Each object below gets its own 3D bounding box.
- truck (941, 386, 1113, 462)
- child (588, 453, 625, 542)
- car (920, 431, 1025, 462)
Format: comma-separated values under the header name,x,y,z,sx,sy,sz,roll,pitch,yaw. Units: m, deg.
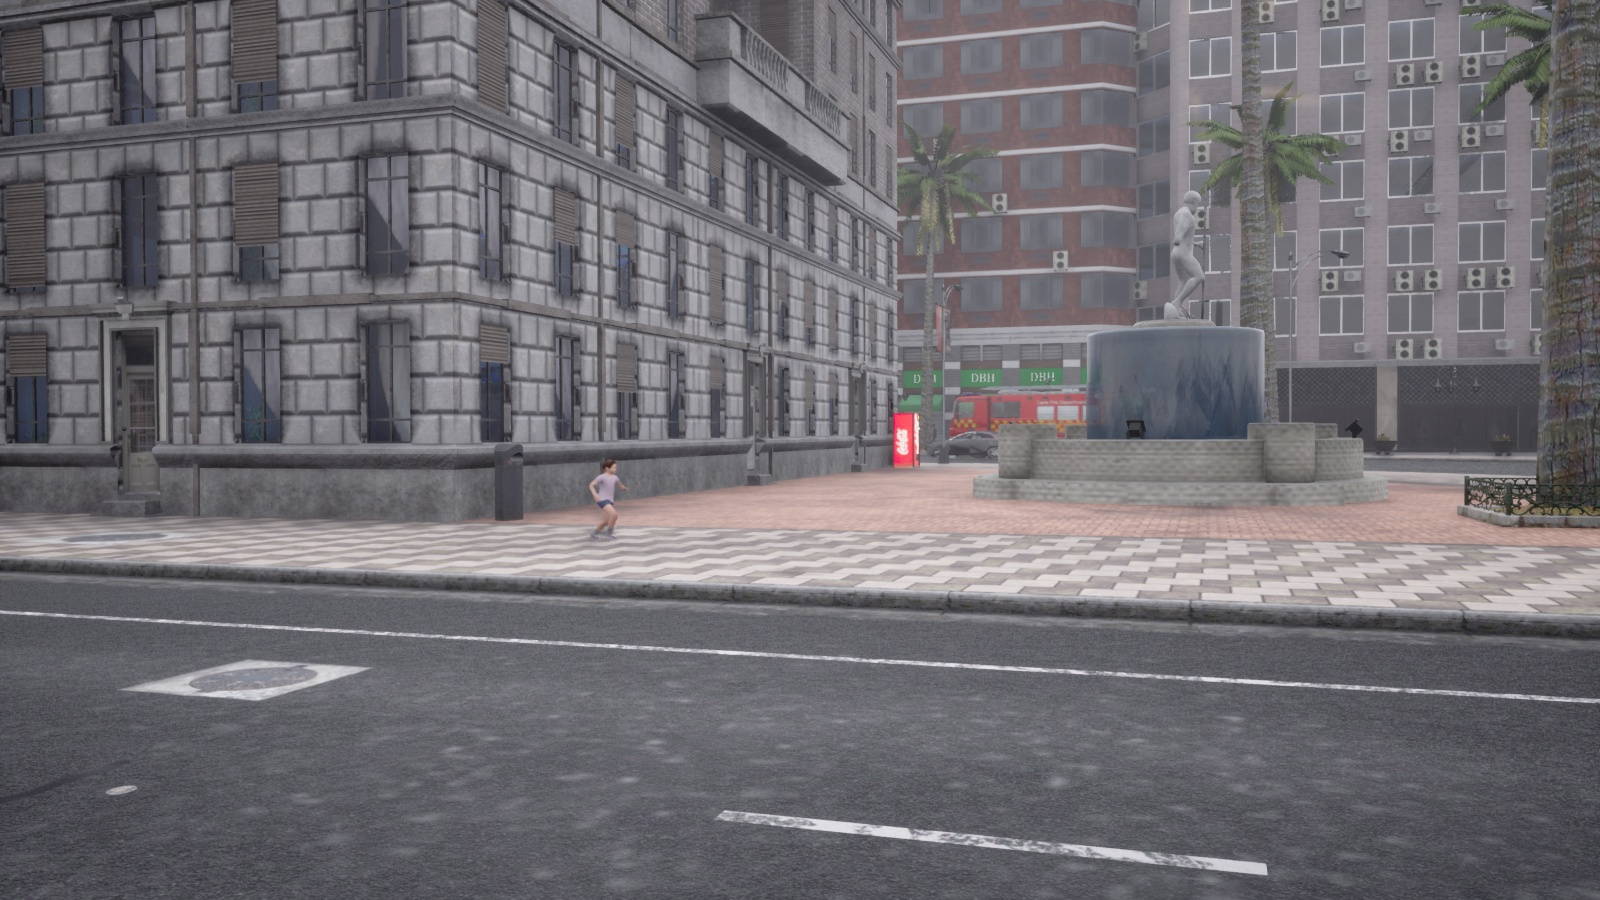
name,x,y,z,sx,sy,sz,roll,pitch,yaw
truck,11.991,-1.359,66.559,8.468,3.827,2.891,1,1,30
child,-2.468,0.598,16.016,0.394,1.110,0.255,1,1,26
car,8.802,-0.213,64.228,4.902,1.511,2.128,1,1,27
